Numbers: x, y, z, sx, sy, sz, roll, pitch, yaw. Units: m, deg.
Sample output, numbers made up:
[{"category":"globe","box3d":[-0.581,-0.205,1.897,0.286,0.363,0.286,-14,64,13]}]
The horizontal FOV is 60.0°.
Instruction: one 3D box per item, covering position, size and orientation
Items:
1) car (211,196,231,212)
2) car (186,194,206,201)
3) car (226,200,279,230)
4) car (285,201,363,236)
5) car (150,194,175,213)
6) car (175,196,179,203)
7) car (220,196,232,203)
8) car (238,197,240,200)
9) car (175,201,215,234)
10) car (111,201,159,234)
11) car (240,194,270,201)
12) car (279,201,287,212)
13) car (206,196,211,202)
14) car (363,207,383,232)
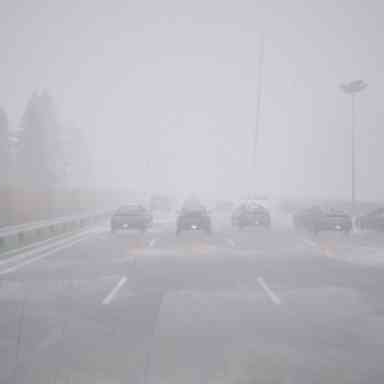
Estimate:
[{"category":"car","box3d":[3.603,1.485,38.889,1.882,1.535,5.008,0,0,0]},{"category":"car","box3d":[0.103,1.359,37.030,2.097,1.767,4.553,0,0,0]},{"category":"car","box3d":[3.601,1.495,20.882,2.128,1.511,4.902,0,0,0]},{"category":"car","box3d":[7.101,1.495,18.580,2.128,1.511,4.902,0,0,0]},{"category":"car","box3d":[-3.399,1.229,36.555,2.150,2.045,5.566,0,0,0]},{"category":"car","box3d":[-3.449,1.489,62.003,1.882,1.535,5.008,0,0,0]},{"category":"car","box3d":[6.988,1.569,68.596,1.994,1.385,4.181,0,0,0]},{"category":"car","box3d":[10.491,1.514,68.213,1.837,1.490,4.892,0,0,0]},{"category":"car","box3d":[0.101,1.509,19.246,1.837,1.490,4.892,0,0,0]},{"category":"car","box3d":[-3.399,1.496,19.432,2.128,1.511,4.902,0,0,0]},{"category":"car","box3d":[7.102,1.228,36.548,2.150,2.045,5.566,0,0,0]},{"category":"car","box3d":[10.603,1.607,35.805,1.895,1.301,4.718,0,0,0]},{"category":"car","box3d":[3.491,1.519,68.180,2.128,1.511,4.902,0,0,0]},{"category":"car","box3d":[10.587,1.529,17.775,1.812,1.442,4.674,0,0,0]}]
